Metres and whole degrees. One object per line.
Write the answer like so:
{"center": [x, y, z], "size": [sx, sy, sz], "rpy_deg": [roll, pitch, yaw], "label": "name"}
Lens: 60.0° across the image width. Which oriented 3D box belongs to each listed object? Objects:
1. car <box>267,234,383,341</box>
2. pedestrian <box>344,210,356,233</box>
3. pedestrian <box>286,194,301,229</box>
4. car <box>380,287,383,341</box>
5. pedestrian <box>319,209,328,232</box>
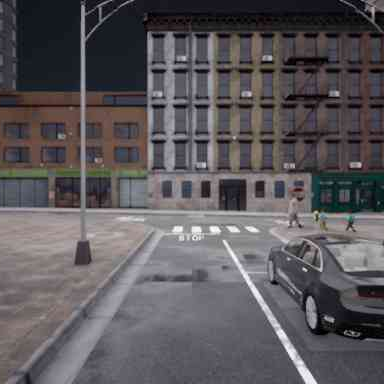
{"center": [2.638, 1.471, 6.345], "size": [2.008, 1.369, 4.403], "rpy_deg": [0, 1, 0], "label": "car"}
{"center": [7.808, 1.419, 16.269], "size": [0.500, 1.100, 0.500], "rpy_deg": [0, 0, 0], "label": "pedestrian"}
{"center": [5.122, 0.930, 16.864], "size": [0.375, 1.860, 0.375], "rpy_deg": [0, 0, 0], "label": "pedestrian"}
{"center": [2.644, 1.428, 0.840], "size": [1.967, 1.590, 4.097], "rpy_deg": [0, 1, 0], "label": "car"}
{"center": [6.241, 1.326, 15.667], "size": [0.500, 1.100, 0.500], "rpy_deg": [0, 0, 0], "label": "pedestrian"}
